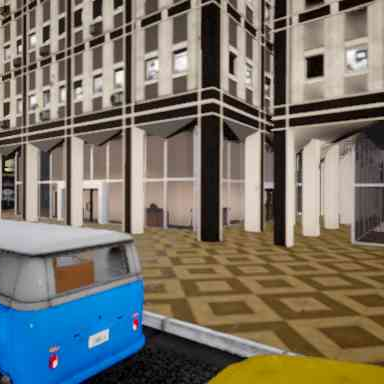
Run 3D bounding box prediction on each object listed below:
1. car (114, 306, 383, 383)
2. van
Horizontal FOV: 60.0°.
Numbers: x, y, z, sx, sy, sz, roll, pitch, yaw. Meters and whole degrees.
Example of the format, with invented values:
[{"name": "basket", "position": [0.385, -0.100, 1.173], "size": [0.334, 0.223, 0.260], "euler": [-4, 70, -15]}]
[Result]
[{"name": "car", "position": [1.993, 1.527, 1.449], "size": [4.829, 1.417, 1.752], "euler": [0, 0, 35]}, {"name": "van", "position": [-2.508, 1.334, 4.657], "size": [3.998, 1.788, 1.690], "euler": [0, 0, 35]}]
